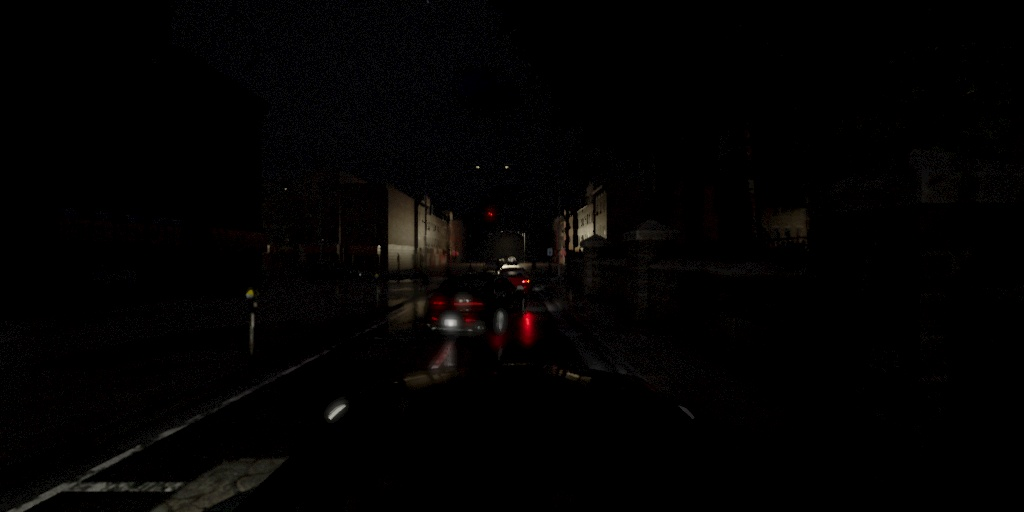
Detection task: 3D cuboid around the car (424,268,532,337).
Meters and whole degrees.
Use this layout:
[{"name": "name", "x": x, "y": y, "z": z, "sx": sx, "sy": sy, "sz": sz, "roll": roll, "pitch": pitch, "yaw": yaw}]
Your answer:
[{"name": "car", "x": -0.840, "y": 1.260, "z": 10.458, "sx": 1.837, "sy": 1.490, "sz": 4.892, "roll": 0, "pitch": 0, "yaw": 13}]

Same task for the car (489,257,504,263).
[{"name": "car", "x": -2.633, "y": 1.104, "z": 49.885, "sx": 2.192, "sy": 1.841, "sz": 5.009, "roll": 0, "pitch": 0, "yaw": 0}]

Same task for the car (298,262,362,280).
[{"name": "car", "x": -15.052, "y": 1.278, "z": 29.742, "sx": 4.902, "sy": 1.511, "sz": 2.128, "roll": 0, "pitch": 0, "yaw": 0}]

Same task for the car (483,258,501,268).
[{"name": "car", "x": -2.633, "y": 1.309, "z": 44.263, "sx": 1.751, "sy": 1.417, "sz": 4.829, "roll": 0, "pitch": 0, "yaw": 0}]

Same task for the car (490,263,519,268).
[{"name": "car", "x": 0.051, "y": 1.286, "z": 18.084, "sx": 1.812, "sy": 1.442, "sz": 4.674, "roll": 0, "pitch": 0, "yaw": 1}]
